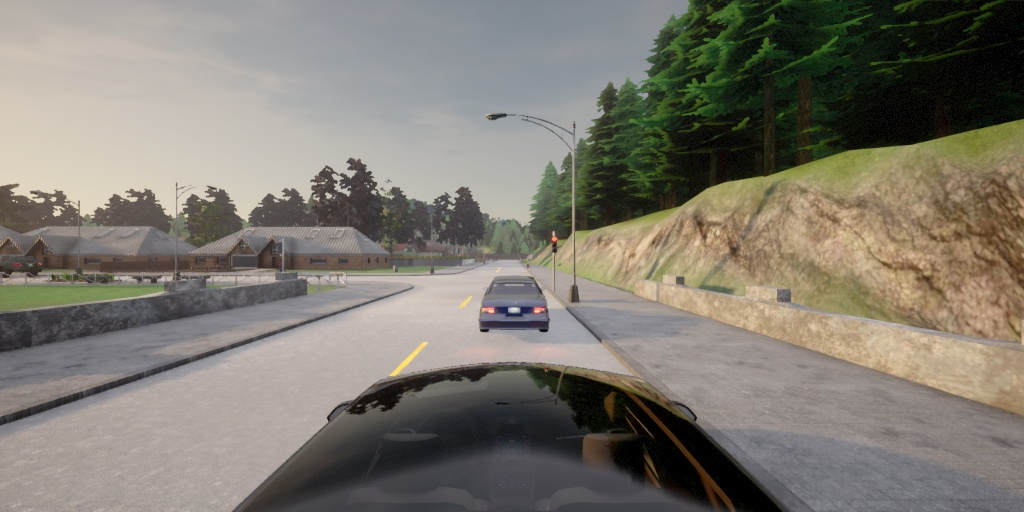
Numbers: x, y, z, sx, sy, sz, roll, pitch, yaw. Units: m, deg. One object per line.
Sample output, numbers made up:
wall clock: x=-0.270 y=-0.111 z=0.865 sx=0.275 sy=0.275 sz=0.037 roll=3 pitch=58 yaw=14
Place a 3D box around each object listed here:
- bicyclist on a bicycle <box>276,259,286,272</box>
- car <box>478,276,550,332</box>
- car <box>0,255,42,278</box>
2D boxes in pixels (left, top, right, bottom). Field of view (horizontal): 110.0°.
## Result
bicyclist on a bicycle: x=-24.162 y=1.099 z=37.572 sx=0.582 sy=1.620 sz=1.656 roll=0 pitch=0 yaw=0
car: x=0.063 y=1.297 z=10.791 sx=2.033 sy=1.411 sz=5.357 roll=0 pitch=0 yaw=0
car: x=-47.375 y=0.971 z=33.322 sx=5.566 sy=2.045 sz=2.150 roll=0 pitch=0 yaw=1
